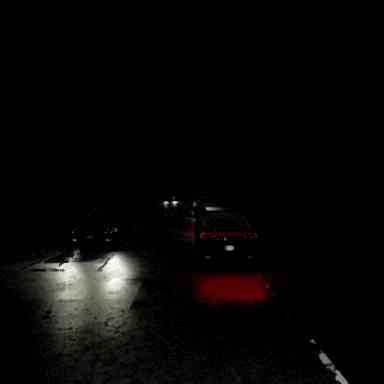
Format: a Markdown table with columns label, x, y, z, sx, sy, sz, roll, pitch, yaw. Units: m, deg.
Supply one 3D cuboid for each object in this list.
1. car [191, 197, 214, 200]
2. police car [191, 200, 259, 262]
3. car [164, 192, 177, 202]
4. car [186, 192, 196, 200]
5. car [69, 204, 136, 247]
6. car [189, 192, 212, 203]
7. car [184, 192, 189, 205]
| label | x | y | z | sx | sy | sz | roll | pitch | yaw |
| --- | --- | --- | --- | --- | --- | --- | --- | --- | --- |
| car | 0.998 | 1.281 | 21.541 | 1.812 | 1.442 | 4.674 | 0 | 1 | 0 |
| police car | 1.021 | 1.292 | 11.649 | 1.930 | 1.638 | 5.238 | 0 | 1 | 0 |
| car | -3.694 | 0.863 | 57.935 | 1.837 | 1.490 | 4.892 | 0 | 1 | 0 |
| car | -0.161 | 0.768 | 67.137 | 1.837 | 1.490 | 4.892 | 0 | 1 | 0 |
| car | -3.635 | 1.315 | 14.296 | 1.882 | 1.535 | 5.008 | 0 | 1 | 0 |
| car | 0.983 | 1.040 | 27.509 | 2.097 | 1.767 | 4.553 | 0 | 1 | 0 |
| car | -0.103 | 0.953 | 47.063 | 1.882 | 1.535 | 5.008 | 0 | 1 | 0 |
